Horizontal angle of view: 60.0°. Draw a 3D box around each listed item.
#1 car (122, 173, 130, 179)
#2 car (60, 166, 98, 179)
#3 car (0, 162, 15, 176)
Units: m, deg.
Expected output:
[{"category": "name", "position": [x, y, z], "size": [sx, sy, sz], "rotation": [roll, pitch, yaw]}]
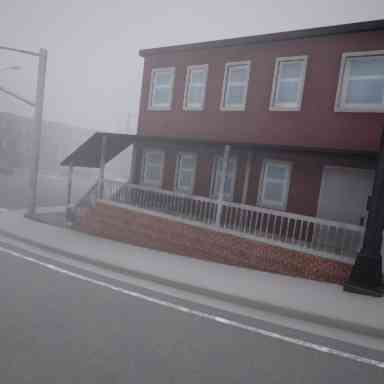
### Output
[{"category": "car", "position": [-8.039, -2.463, 50.257], "size": [2.033, 1.411, 5.357], "rotation": [10, 6, 36]}, {"category": "car", "position": [-14.147, -2.513, 41.828], "size": [1.837, 1.490, 4.892], "rotation": [10, 6, 35]}, {"category": "car", "position": [-20.196, -2.459, 33.469], "size": [1.994, 1.385, 4.181], "rotation": [10, 6, 35]}]
